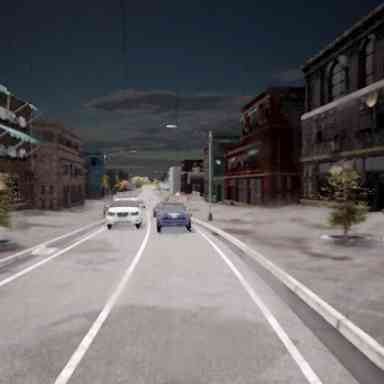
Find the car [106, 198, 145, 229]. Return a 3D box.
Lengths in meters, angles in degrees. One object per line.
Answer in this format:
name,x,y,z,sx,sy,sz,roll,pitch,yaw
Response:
car,-4.661,1.436,23.528,2.150,2.045,5.566,0,-1,-7

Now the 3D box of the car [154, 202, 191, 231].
car,-1.277,1.500,21.716,2.097,1.767,4.553,0,-1,-6
